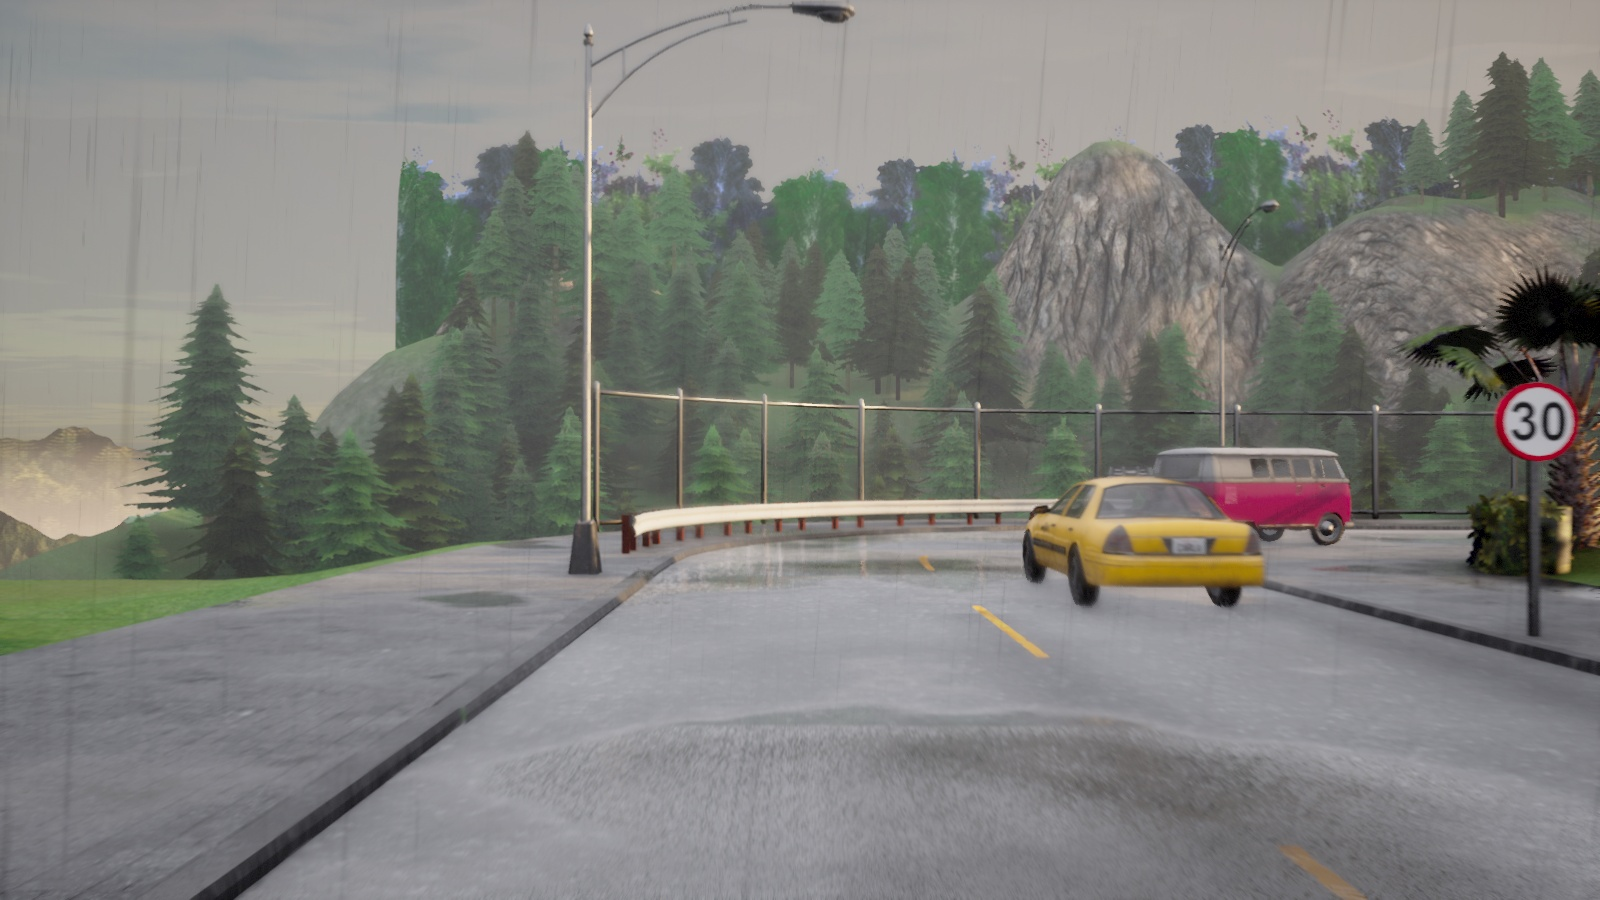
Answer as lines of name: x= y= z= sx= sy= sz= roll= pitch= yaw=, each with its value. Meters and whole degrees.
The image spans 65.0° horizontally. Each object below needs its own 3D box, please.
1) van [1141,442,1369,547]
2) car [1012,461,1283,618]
van: x=9.294 y=0.864 z=25.627 sx=4.442 sy=1.987 sz=1.775 roll=0 pitch=-1 yaw=-26
car: x=3.963 y=0.935 z=15.364 sx=1.801 sy=1.575 sz=5.366 roll=0 pitch=-1 yaw=0
